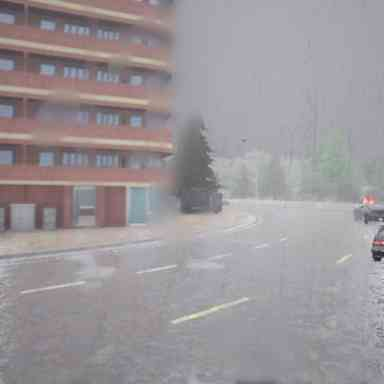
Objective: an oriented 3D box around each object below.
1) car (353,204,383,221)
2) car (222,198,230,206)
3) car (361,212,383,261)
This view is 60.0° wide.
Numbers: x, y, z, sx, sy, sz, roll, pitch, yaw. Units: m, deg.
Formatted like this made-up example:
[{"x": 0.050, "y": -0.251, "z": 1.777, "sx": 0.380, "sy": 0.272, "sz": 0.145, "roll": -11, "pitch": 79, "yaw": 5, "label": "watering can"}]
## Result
[{"x": 14.586, "y": 1.784, "z": 27.145, "sx": 1.837, "sy": 1.490, "sz": 4.892, "roll": 1, "pitch": 0, "yaw": 13, "label": "car"}, {"x": 5.487, "y": 1.918, "z": 63.057, "sx": 1.837, "sy": 1.490, "sz": 4.892, "roll": 1, "pitch": -1, "yaw": -18, "label": "car"}, {"x": 7.805, "y": 1.681, "z": 12.097, "sx": 2.033, "sy": 1.411, "sz": 5.357, "roll": 0, "pitch": 0, "yaw": 36, "label": "car"}]
